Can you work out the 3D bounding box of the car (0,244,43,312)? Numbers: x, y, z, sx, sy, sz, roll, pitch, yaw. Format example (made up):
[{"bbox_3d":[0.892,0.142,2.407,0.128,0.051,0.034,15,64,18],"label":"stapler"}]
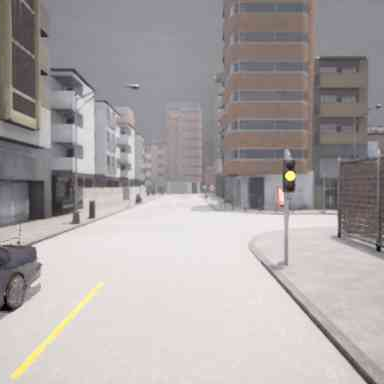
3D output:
[{"bbox_3d":[-4.060,1.457,4.670,2.033,1.411,5.357,0,1,0],"label":"car"}]
